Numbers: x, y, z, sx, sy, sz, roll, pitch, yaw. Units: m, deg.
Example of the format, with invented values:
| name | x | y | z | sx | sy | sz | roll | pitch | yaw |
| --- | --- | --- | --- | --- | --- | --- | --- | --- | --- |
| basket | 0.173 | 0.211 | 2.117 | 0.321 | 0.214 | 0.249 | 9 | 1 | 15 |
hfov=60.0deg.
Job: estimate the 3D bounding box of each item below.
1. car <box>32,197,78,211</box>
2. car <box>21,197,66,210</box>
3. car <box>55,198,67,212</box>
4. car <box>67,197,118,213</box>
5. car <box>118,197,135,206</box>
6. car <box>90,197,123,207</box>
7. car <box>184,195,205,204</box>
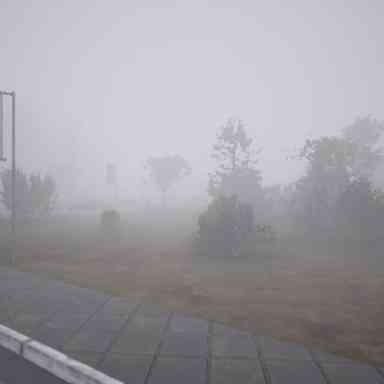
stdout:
| name | x | y | z | sx | sy | sz | roll | pitch | yaw |
| --- | --- | --- | --- | --- | --- | --- | --- | --- | --- |
| car | -17.021 | 1.482 | 41.513 | 2.128 | 1.511 | 4.902 | 0 | 0 | 39 |
| car | -19.552 | 1.481 | 43.952 | 2.128 | 1.511 | 4.902 | 0 | 0 | 39 |
| car | -16.241 | 1.562 | 36.579 | 1.994 | 1.385 | 4.181 | 0 | 0 | 39 |
| car | -11.098 | 1.515 | 37.389 | 1.812 | 1.442 | 4.674 | 0 | 0 | 39 |
| car | -10.559 | 1.469 | 49.534 | 2.033 | 1.411 | 5.357 | 0 | 1 | 39 |
| car | -13.227 | 1.521 | 51.800 | 1.895 | 1.301 | 4.718 | 0 | 1 | 39 |
| car | 0.499 | 1.252 | 57.623 | 1.812 | 1.442 | 4.674 | 0 | 1 | 37 |
